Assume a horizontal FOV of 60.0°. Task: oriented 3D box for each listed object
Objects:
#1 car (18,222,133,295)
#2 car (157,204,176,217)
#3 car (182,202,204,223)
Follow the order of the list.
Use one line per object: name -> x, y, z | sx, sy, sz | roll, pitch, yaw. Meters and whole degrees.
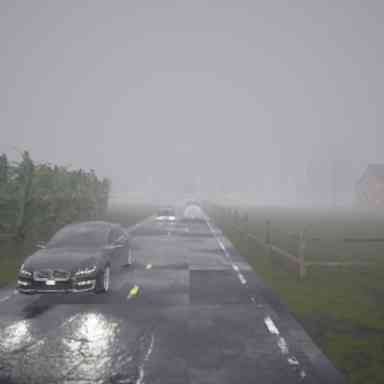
car -> -2.853, 1.629, 9.155 | 1.837, 1.490, 4.892 | 0, -1, 0
car -> -2.852, 2.050, 37.772 | 1.994, 1.385, 4.181 | 0, -1, 0
car -> 0.091, 1.913, 29.810 | 1.812, 1.442, 4.674 | 0, -1, 0
